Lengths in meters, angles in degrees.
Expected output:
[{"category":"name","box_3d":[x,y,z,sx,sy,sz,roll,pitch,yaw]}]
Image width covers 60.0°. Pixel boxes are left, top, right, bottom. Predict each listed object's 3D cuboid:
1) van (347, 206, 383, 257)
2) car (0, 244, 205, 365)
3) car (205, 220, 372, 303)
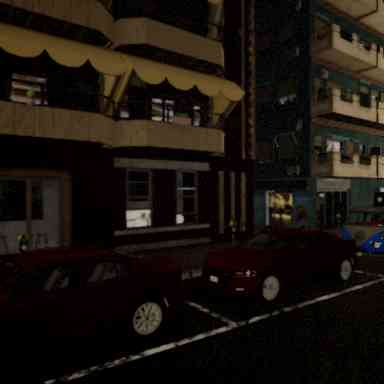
[{"category":"van","box_3d":[6.784,1.375,11.413,3.998,1.788,1.690,0,-1,-36]},{"category":"car","box_3d":[-2.208,1.548,4.994,4.507,1.381,1.887,0,-1,-36]},{"category":"car","box_3d":[2.288,1.563,8.203,4.507,1.381,1.887,0,-1,-36]}]
